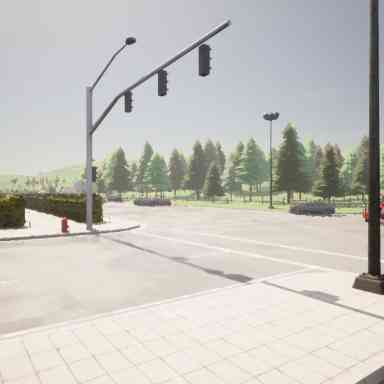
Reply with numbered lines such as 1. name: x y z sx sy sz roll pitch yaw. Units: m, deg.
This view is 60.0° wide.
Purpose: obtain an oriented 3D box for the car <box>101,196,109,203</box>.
1. car: -19.854 1.478 70.058 1.882 1.535 5.008 0 0 -35

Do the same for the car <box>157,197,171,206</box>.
1. car: -5.202 1.563 55.063 1.994 1.385 4.181 0 0 -34

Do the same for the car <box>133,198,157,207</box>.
1. car: -7.797 1.563 52.660 1.994 1.385 4.181 0 0 -35

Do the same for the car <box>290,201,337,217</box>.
1. car: 11.525 1.563 31.711 4.181 1.385 1.994 0 0 27

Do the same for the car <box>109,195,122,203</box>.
1. car: -16.675 1.501 71.577 1.837 1.490 4.892 0 0 -35

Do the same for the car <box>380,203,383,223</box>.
1. car: 12.538 1.477 18.438 5.008 1.535 1.882 0 0 -35

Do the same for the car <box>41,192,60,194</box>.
1. car: -24.085 1.221 57.637 2.150 2.045 5.566 0 0 -35

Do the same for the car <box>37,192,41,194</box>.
1. car: -29.754 1.058 65.879 2.150 2.045 5.566 0 0 -35

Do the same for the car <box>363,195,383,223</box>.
1. car: 14.814 1.224 24.354 5.566 2.045 2.150 0 0 -35
